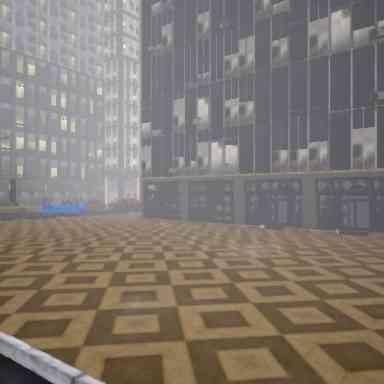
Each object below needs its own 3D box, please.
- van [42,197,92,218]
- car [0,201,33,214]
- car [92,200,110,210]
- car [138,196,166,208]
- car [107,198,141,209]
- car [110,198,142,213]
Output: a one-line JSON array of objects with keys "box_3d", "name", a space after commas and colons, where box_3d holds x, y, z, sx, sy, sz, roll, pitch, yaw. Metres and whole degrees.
[{"box_3d": [-11.531, 1.386, 30.345, 1.690, 1.788, 3.998, 0, 0, 38], "name": "van"}, {"box_3d": [-18.922, 1.567, 34.056, 1.752, 1.417, 4.829, 0, 0, 38], "name": "car"}, {"box_3d": [-12.816, 1.630, 41.781, 1.802, 1.307, 4.206, 0, 0, 38], "name": "car"}, {"box_3d": [-6.032, 1.497, 50.601, 1.967, 1.590, 4.097, 0, 0, 38], "name": "car"}, {"box_3d": [-9.424, 1.597, 46.191, 1.887, 1.381, 4.507, 0, 0, 38], "name": "car"}, {"box_3d": [-6.571, 1.490, 36.976, 1.967, 1.590, 4.097, 0, 0, 38], "name": "car"}]
